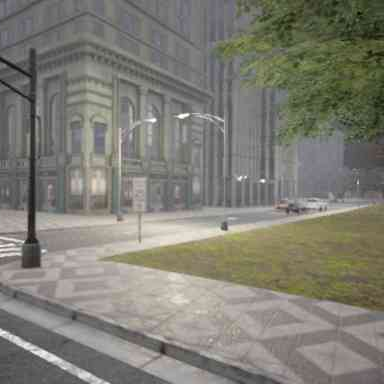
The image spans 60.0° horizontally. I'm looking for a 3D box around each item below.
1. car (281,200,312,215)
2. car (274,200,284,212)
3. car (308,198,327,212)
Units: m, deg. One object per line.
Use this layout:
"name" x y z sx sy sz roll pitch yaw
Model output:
"car" 13.900 2.177 44.103 1.837 1.490 4.892 1 0 36
"car" 13.928 2.043 49.553 2.097 1.767 4.553 1 0 34
"car" 19.676 2.008 52.688 2.150 2.045 5.566 1 0 34
